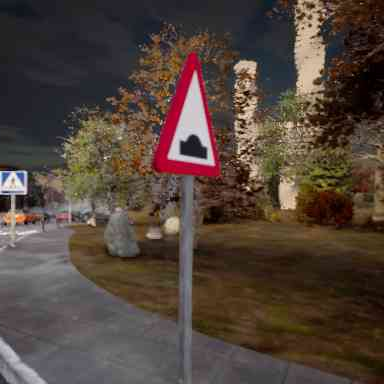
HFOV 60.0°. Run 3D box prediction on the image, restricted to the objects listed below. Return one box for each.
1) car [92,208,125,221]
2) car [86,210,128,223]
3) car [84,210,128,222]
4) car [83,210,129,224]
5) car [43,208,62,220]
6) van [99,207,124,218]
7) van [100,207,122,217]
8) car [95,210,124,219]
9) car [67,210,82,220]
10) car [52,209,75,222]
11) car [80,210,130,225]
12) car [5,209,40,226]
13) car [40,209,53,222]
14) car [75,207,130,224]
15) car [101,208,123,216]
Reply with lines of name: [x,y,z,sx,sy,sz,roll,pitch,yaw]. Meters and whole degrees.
car: [-12.208,3.269,48.806,4.553,1.767,2.185,0,-3,-13]
car: [-10.336,2.990,40.761,4.792,1.488,2.163,0,-3,-13]
car: [-11.151,3.104,43.404,5.366,1.575,1.946,0,-3,-13]
car: [-9.755,2.809,38.078,4.892,1.521,2.231,0,-3,-13]
car: [-22.085,3.509,52.808,2.097,1.767,4.553,0,-3,-13]
van: [-15.087,3.820,62.269,4.442,1.987,1.878,0,-3,-13]
van: [-17.129,4.165,70.279,4.442,1.987,1.878,0,-2,-13]
car: [-14.021,3.825,56.861,4.792,1.488,2.163,0,-3,-13]
car: [-19.011,3.702,53.947,1.837,1.490,4.892,0,-3,-13]
car: [-16.809,3.260,44.160,1.994,1.385,4.181,0,-3,-13]
car: [-9.162,2.654,35.394,5.008,1.535,2.097,0,-3,-13]
car: [-17.966,2.560,35.041,2.097,1.767,4.553,0,-3,-13]
car: [-20.093,3.197,44.009,2.128,1.511,4.902,0,-3,-12]
car: [-8.559,2.499,32.710,4.892,1.521,2.231,0,-3,-13]
car: [-17.590,4.370,72.990,4.553,1.767,2.185,0,-2,-13]
